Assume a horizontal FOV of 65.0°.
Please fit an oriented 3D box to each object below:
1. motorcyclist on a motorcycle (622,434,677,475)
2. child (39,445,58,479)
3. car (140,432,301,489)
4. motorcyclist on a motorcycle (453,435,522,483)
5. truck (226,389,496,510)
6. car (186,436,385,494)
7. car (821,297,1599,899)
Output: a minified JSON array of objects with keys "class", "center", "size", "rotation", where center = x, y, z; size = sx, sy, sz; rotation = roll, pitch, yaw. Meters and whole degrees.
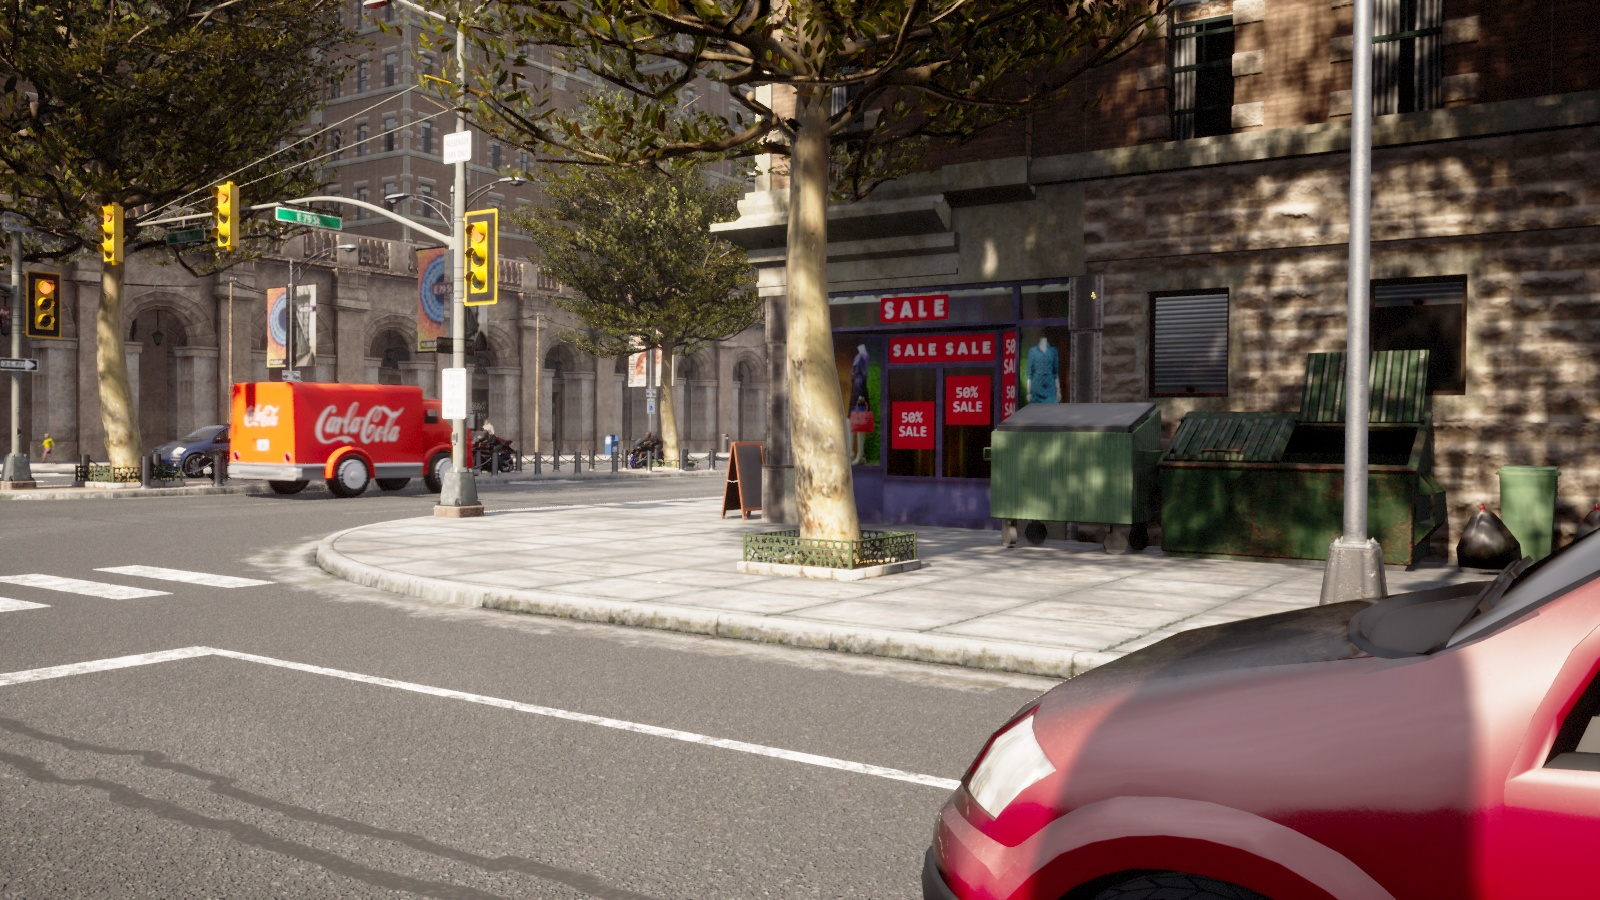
[{"class":"motorcyclist on a motorcycle","center":[-5.824,0.155,48.676],"size":[0.866,1.530,2.191],"rotation":[0,1,34]},{"class":"child","center":[-25.815,0.413,43.149],"size":[0.299,1.160,0.473],"rotation":[0,1,34]},{"class":"car","center":[-17.354,0.271,37.773],"size":[1.851,1.617,3.988],"rotation":[0,1,35]},{"class":"motorcyclist on a motorcycle","center":[-10.402,0.289,41.870],"size":[0.866,1.530,2.191],"rotation":[0,1,34]},{"class":"truck","center":[-9.788,-0.055,28.427],"size":[2.627,2.467,5.204],"rotation":[0,1,34]},{"class":"car","center":[-14.508,0.375,35.676],"size":[2.163,1.488,4.792],"rotation":[0,1,35]},{"class":"car","center":[2.221,0.580,2.146],"size":[3.988,1.617,1.851],"rotation":[0,1,34]}]
